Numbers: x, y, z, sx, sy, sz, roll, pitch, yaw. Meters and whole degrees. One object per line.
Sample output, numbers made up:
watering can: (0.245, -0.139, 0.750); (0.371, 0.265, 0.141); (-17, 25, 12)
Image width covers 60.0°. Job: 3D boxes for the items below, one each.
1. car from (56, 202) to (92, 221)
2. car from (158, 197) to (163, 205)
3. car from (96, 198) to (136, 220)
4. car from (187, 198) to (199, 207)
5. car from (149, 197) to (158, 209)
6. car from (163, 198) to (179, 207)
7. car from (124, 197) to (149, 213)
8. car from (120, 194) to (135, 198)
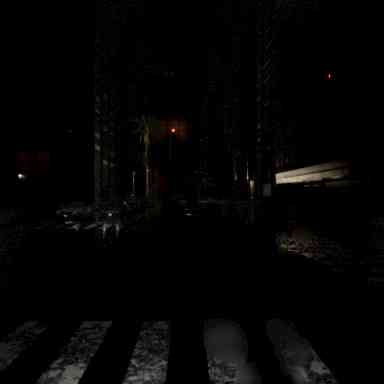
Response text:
car: (-9.819, 1.586, 28.152); (1.812, 1.442, 4.674); (0, 0, 0)
car: (-6.434, 1.680, 63.660); (1.882, 1.535, 5.008); (0, 0, 0)
car: (-6.570, 1.555, 28.858); (2.128, 1.511, 4.902); (0, 0, -1)
car: (0.159, 1.723, 55.055); (1.994, 1.385, 4.181); (0, 0, 0)
car: (-6.534, 1.482, 48.200); (2.097, 1.767, 4.553); (0, 0, 0)
car: (-3.093, 1.717, 53.830); (1.994, 1.385, 4.181); (0, 0, 0)
car: (-6.546, 1.618, 38.564); (1.812, 1.442, 4.674); (0, 0, 0)
car: (-9.779, 1.357, 49.640); (2.150, 2.045, 5.566); (0, 0, 1)
